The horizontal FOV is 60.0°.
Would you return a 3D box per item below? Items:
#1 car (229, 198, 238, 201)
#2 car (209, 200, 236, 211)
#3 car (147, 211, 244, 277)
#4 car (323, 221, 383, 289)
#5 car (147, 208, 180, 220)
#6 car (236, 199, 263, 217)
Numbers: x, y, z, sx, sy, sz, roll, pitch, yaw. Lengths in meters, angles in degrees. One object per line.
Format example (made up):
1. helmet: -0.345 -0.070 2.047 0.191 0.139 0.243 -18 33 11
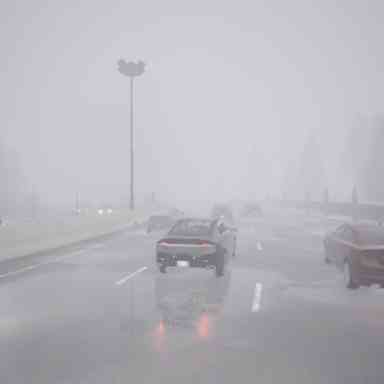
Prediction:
1. car: 5.610 1.719 44.707 2.097 1.767 4.553 0 -1 -8
2. car: 2.587 1.753 29.714 1.837 1.490 4.892 0 -1 2
3. car: 0.314 1.583 10.641 2.128 1.511 4.902 0 -1 13
4. car: 4.909 1.540 9.153 1.882 1.535 5.008 0 -1 12
5. car: -1.540 1.714 20.872 1.812 1.442 4.674 0 -1 7
6. car: 6.115 1.783 34.737 1.837 1.490 4.892 0 0 -1
